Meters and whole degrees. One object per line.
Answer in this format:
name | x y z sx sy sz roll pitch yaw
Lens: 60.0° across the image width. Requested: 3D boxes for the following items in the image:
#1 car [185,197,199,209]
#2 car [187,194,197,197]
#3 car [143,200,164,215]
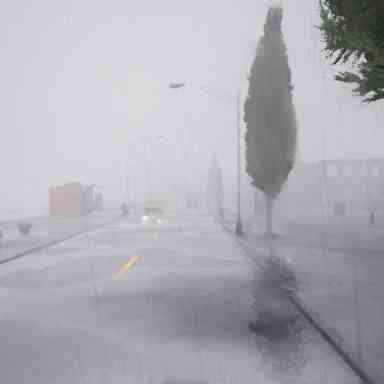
car | -0.017 1.747 48.019 1.895 1.301 4.718 0 0 0
car | -0.021 1.398 58.023 2.150 2.045 5.566 0 0 0
car | -4.068 1.586 35.764 1.882 1.535 5.008 0 -1 0
